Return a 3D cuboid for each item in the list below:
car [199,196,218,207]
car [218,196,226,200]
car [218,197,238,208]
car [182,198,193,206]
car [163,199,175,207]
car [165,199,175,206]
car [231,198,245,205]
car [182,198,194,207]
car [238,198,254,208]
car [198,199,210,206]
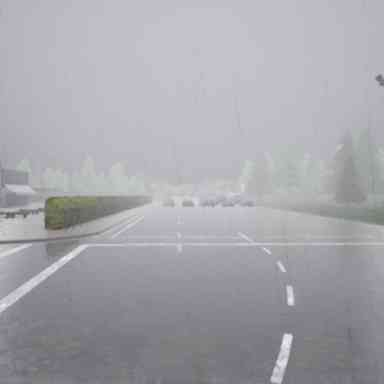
[{"bbox_3d":[2.848,1.833,59.643,2.097,1.767,4.553,0,0,-2],"label":"car"},{"bbox_3d":[5.961,1.810,69.011,2.150,2.045,5.566,0,0,-2],"label":"car"},{"bbox_3d":[6.359,2.095,59.430,1.895,1.301,4.718,0,0,-2],"label":"car"},{"bbox_3d":[-1.032,2.027,68.688,2.128,1.511,4.902,0,0,-2],"label":"car"},{"bbox_3d":[-4.181,2.019,60.180,1.994,1.385,4.181,0,0,-2],"label":"car"},{"bbox_3d":[-4.529,2.083,68.542,1.994,1.385,4.181,0,0,-2],"label":"car"},{"bbox_3d":[9.459,1.941,69.126,2.128,1.511,4.902,0,0,-2],"label":"car"},{"bbox_3d":[-0.652,2.066,59.555,1.895,1.301,4.718,0,0,-2],"label":"car"},{"bbox_3d":[9.840,2.018,59.963,1.837,1.490,4.892,0,0,-2],"label":"car"},{"bbox_3d":[2.464,2.099,68.833,2.033,1.411,5.357,0,0,-2],"label":"car"}]
